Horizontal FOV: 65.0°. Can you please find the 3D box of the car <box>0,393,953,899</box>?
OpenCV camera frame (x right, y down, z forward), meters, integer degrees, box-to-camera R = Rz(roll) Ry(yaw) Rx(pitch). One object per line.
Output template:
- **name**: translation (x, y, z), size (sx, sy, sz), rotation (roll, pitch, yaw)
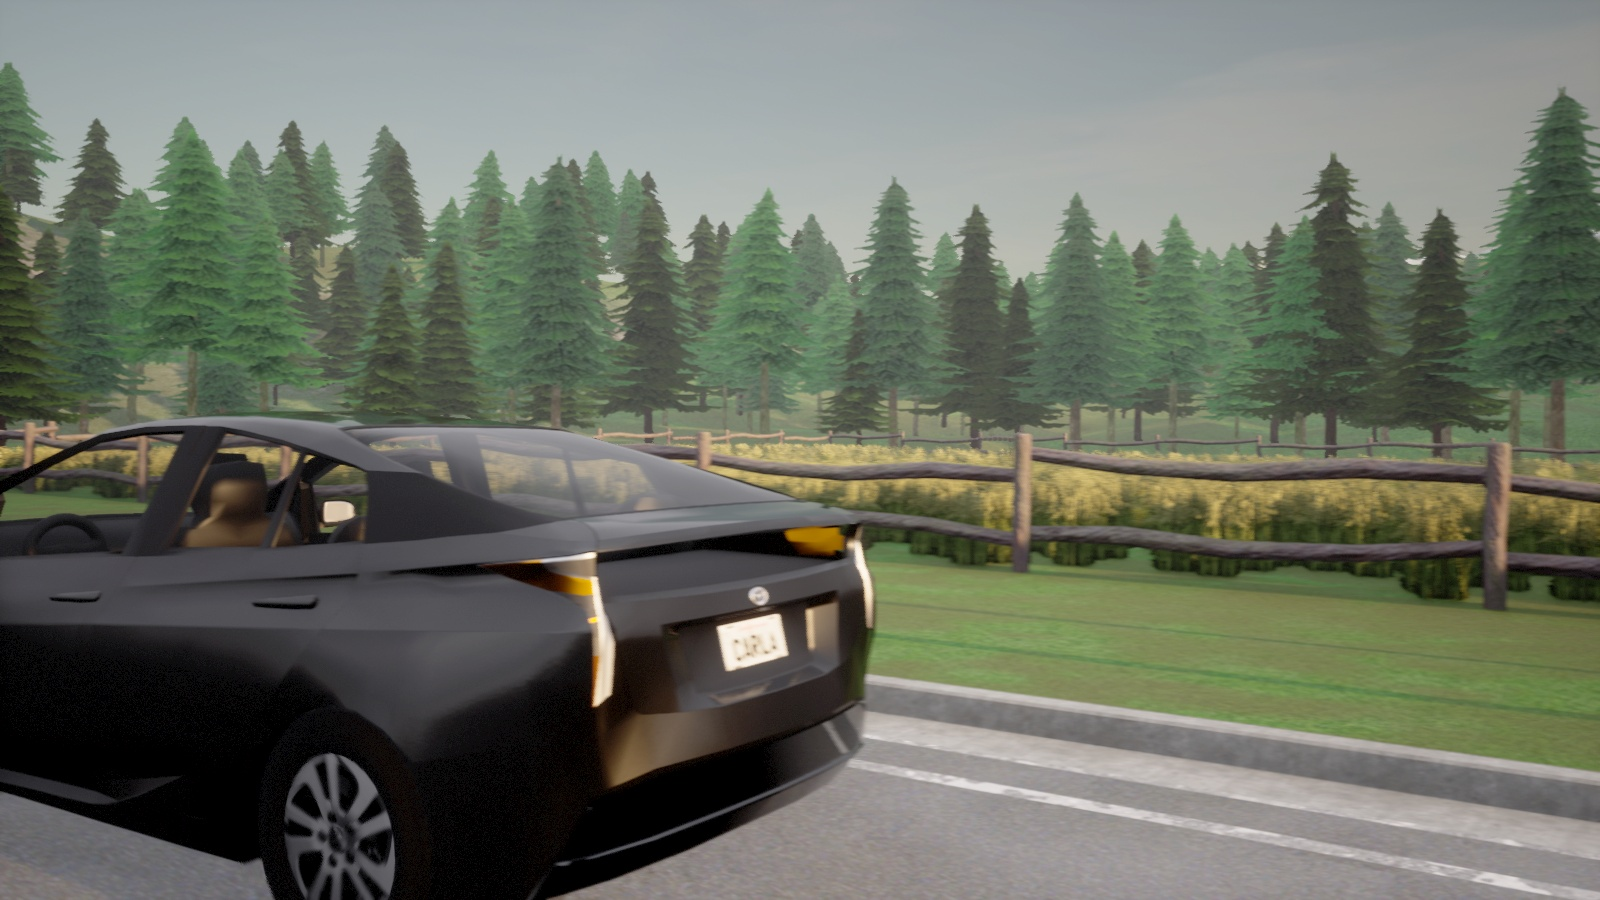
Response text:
- **car**: translation (-1.904, 0.612, 4.796), size (4.514, 1.525, 2.007), rotation (0, 1, 32)
